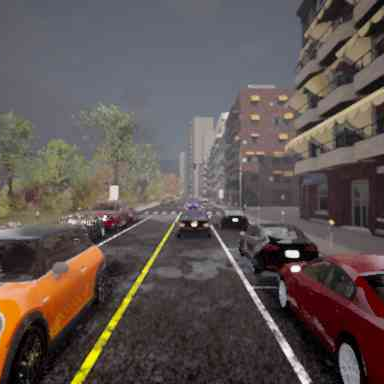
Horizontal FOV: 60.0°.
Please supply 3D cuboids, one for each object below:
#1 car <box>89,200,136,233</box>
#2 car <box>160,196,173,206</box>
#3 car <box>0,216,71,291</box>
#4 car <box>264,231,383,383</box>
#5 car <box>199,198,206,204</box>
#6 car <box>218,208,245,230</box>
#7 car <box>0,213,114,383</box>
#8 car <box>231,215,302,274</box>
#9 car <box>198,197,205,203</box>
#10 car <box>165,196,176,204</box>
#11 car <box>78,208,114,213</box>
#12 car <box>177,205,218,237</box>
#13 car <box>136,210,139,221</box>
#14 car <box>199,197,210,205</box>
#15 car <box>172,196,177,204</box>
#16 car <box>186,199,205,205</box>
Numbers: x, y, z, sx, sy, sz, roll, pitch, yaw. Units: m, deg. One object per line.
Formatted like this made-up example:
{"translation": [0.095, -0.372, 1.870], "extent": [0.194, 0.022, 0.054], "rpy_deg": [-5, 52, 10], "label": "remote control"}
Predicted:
{"translation": [-5.300, 1.462, 21.197], "extent": [2.192, 1.841, 5.009], "rpy_deg": [1, 0, 0], "label": "car"}
{"translation": [-5.292, 2.009, 64.964], "extent": [1.887, 1.381, 4.507], "rpy_deg": [1, 0, 0], "label": "car"}
{"translation": [-5.304, 1.593, 9.718], "extent": [1.752, 1.417, 4.829], "rpy_deg": [1, 0, 0], "label": "car"}
{"translation": [2.574, 1.579, 4.968], "extent": [1.887, 1.381, 4.507], "rpy_deg": [1, 0, 0], "label": "car"}
{"translation": [2.592, 2.182, 82.814], "extent": [1.802, 1.307, 4.206], "rpy_deg": [1, 0, 0], "label": "car"}
{"translation": [2.578, 1.718, 21.950], "extent": [1.947, 1.339, 4.313], "rpy_deg": [1, 0, 0], "label": "car"}
{"translation": [-2.848, 1.388, 5.164], "extent": [2.097, 1.767, 4.553], "rpy_deg": [0, 0, 0], "label": "car"}
{"translation": [2.576, 1.639, 10.628], "extent": [1.947, 1.339, 4.313], "rpy_deg": [1, 0, 0], "label": "car"}
{"translation": [2.596, 2.130, 94.182], "extent": [1.967, 1.590, 4.097], "rpy_deg": [1, 0, 0], "label": "car"}
{"translation": [-5.286, 1.909, 81.993], "extent": [2.192, 1.841, 5.009], "rpy_deg": [1, 0, 0], "label": "car"}
{"translation": [-5.304, 1.659, 15.542], "extent": [2.008, 1.369, 4.403], "rpy_deg": [1, 0, 0], "label": "car"}
{"translation": [0.105, 1.678, 18.895], "extent": [2.033, 1.411, 5.357], "rpy_deg": [0, 0, 0], "label": "car"}
{"translation": [-5.301, 1.769, 26.849], "extent": [1.802, 1.307, 4.206], "rpy_deg": [1, 0, 0], "label": "car"}
{"translation": [2.588, 2.020, 65.765], "extent": [2.008, 1.369, 4.403], "rpy_deg": [1, 0, 0], "label": "car"}
{"translation": [-5.287, 1.866, 76.317], "extent": [2.192, 1.841, 5.009], "rpy_deg": [1, 0, 0], "label": "car"}
{"translation": [0.116, 1.763, 34.070], "extent": [1.812, 1.442, 4.674], "rpy_deg": [0, 0, 0], "label": "car"}
